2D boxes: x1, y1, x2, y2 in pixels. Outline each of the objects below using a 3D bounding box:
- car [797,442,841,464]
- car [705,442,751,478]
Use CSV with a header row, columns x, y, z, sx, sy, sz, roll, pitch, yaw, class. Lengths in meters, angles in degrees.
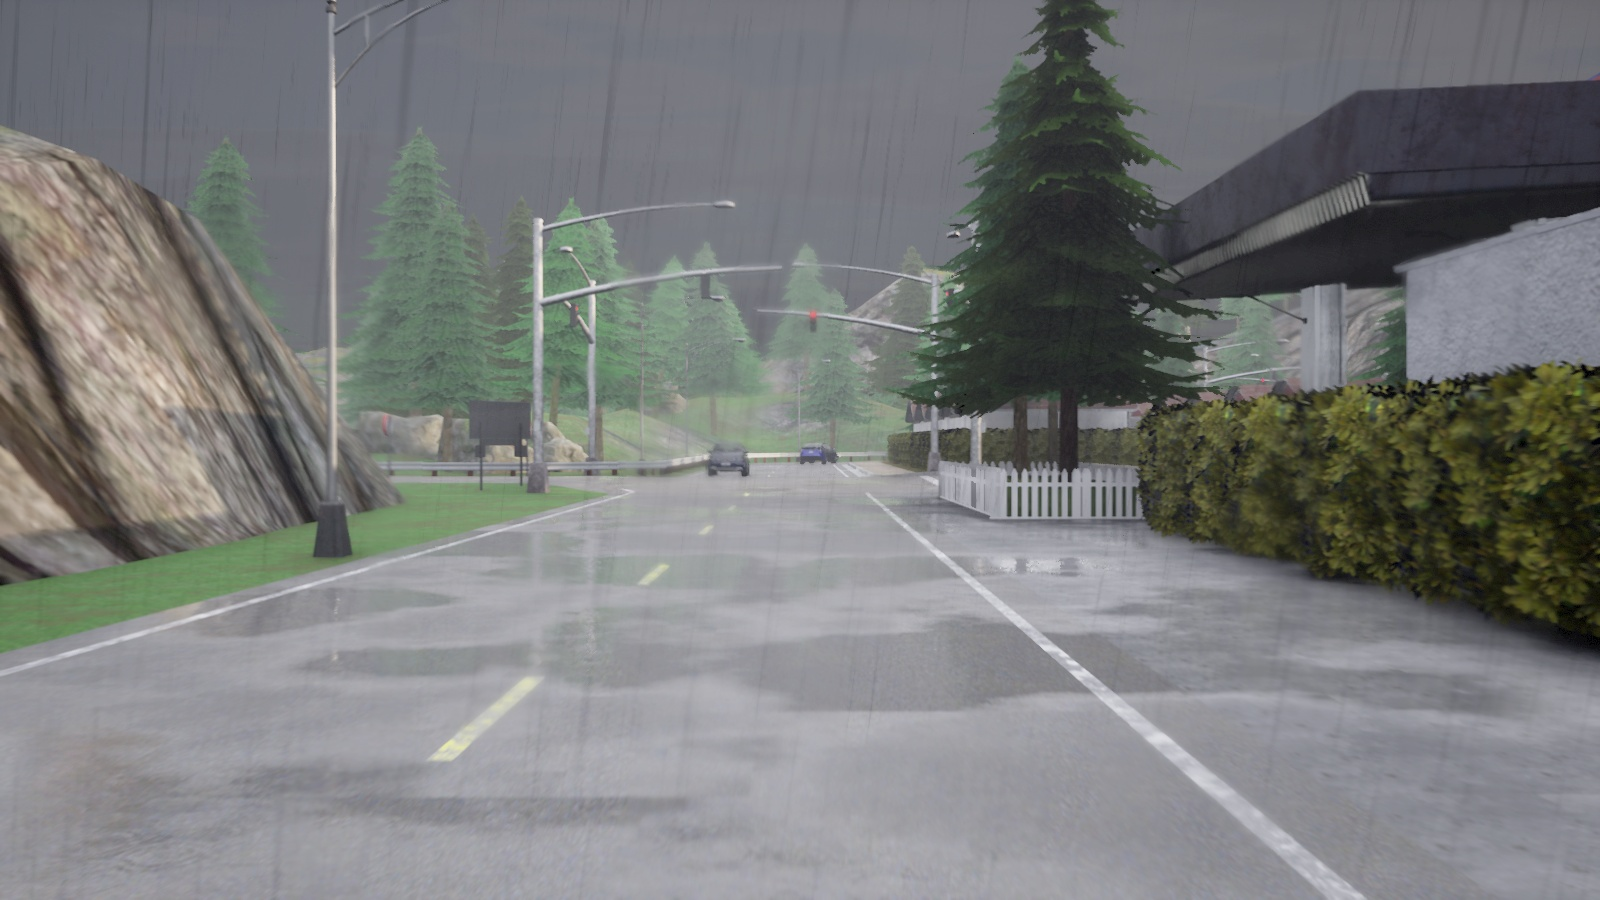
x,y,z,sx,sy,sz,roll,pitch,yaw,class
1.329,0.194,87.253,2.007,1.525,4.514,0,0,15,car
-3.157,0.408,55.749,1.789,1.549,3.705,0,0,0,car
